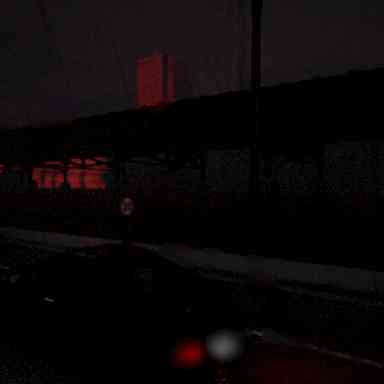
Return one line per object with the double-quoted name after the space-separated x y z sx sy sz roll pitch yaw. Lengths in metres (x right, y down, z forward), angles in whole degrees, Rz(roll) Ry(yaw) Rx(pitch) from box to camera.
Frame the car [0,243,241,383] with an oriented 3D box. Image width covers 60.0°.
-1.529 1.539 5.075 4.674 1.442 1.812 0 0 35 "car"
